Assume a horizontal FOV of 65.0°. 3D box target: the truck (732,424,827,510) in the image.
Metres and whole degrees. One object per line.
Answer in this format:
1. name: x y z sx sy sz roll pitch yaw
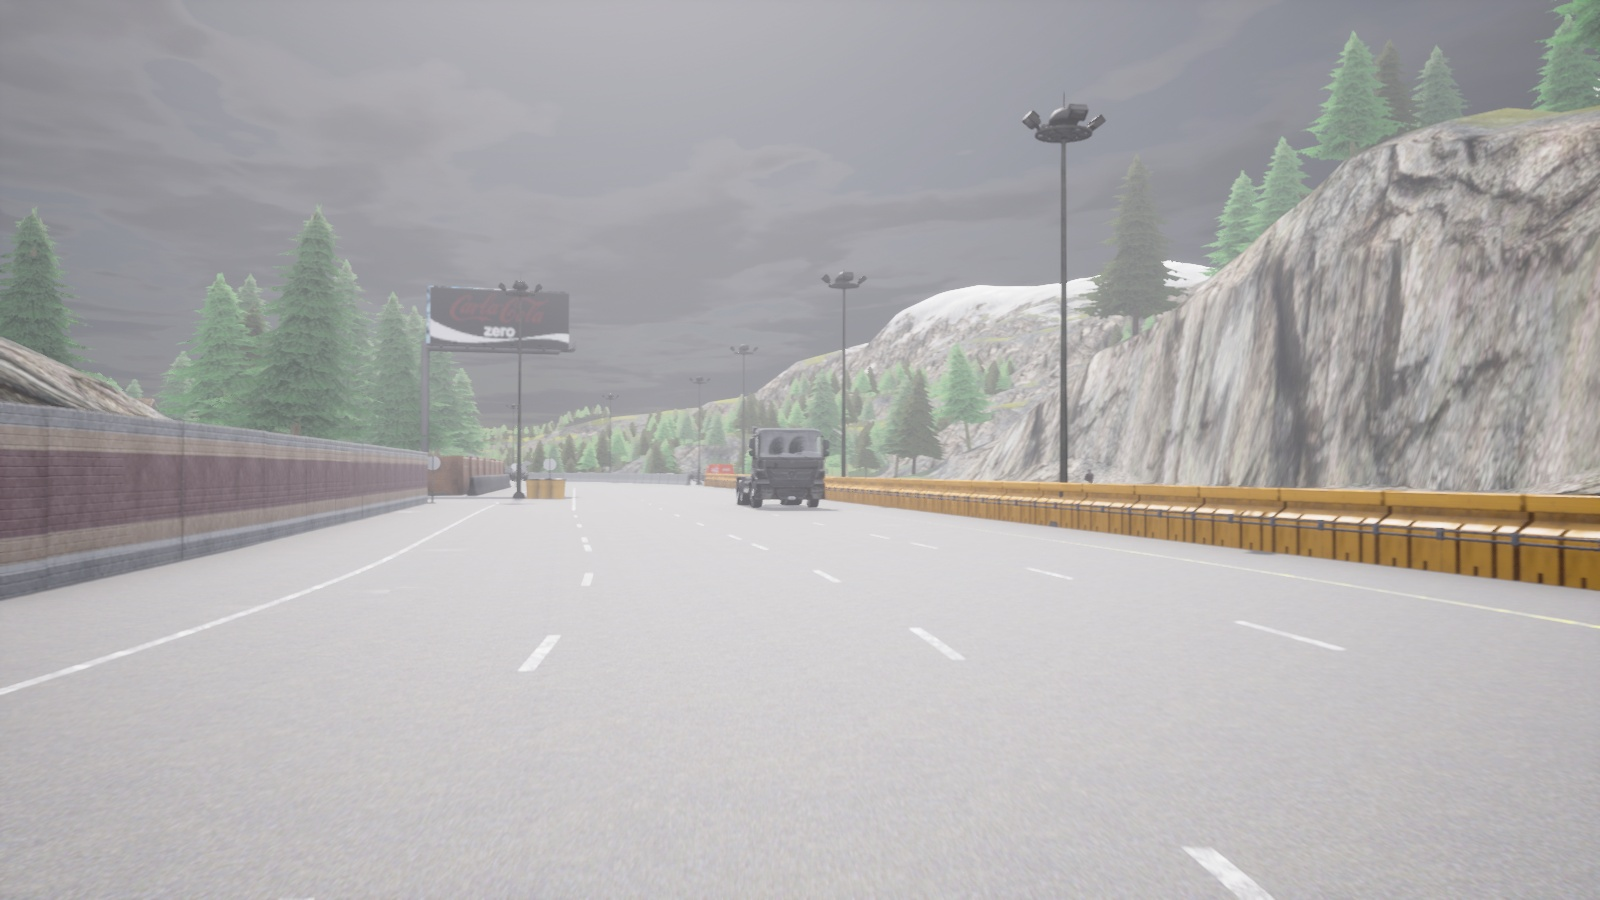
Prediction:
1. truck: -1.037 0.760 55.114 2.891 3.462 7.936 0 -1 -10
